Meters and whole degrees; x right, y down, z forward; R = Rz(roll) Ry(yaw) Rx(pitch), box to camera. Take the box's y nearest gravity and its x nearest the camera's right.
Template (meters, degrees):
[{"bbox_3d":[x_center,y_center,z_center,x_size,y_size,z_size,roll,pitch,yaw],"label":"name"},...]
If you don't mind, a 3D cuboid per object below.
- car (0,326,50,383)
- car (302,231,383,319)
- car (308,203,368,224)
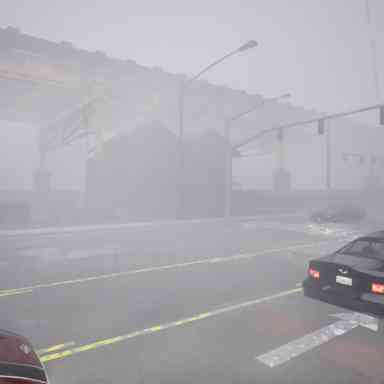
[{"bbox_3d":[-3.048,1.352,1.573,4.553,1.767,2.097,0,0,-36],"label":"car"},{"bbox_3d":[4.631,1.547,7.092,5.357,1.411,2.033,0,0,-35],"label":"car"},{"bbox_3d":[10.992,1.547,24.740,5.357,1.411,2.033,0,0,-36],"label":"car"}]
